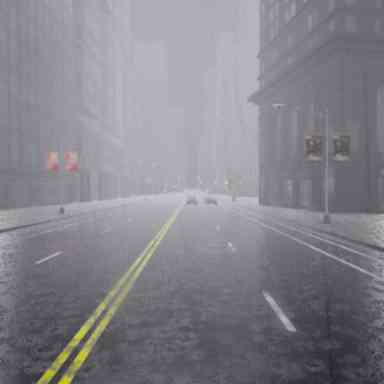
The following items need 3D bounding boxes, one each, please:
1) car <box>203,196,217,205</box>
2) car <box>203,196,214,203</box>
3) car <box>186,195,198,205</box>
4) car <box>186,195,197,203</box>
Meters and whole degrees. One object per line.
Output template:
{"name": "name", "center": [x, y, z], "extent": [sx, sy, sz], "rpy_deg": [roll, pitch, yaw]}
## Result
{"name": "car", "center": [3.243, 1.521, 56.701], "extent": [1.895, 1.301, 4.718], "rpy_deg": [0, 0, 0]}
{"name": "car", "center": [3.242, 1.479, 66.739], "extent": [1.895, 1.301, 4.718], "rpy_deg": [0, 0, 0]}
{"name": "car", "center": [-0.008, 1.521, 56.734], "extent": [1.895, 1.301, 4.718], "rpy_deg": [0, 0, 0]}
{"name": "car", "center": [-0.008, 1.354, 66.708], "extent": [2.128, 1.511, 4.902], "rpy_deg": [0, 0, 0]}
